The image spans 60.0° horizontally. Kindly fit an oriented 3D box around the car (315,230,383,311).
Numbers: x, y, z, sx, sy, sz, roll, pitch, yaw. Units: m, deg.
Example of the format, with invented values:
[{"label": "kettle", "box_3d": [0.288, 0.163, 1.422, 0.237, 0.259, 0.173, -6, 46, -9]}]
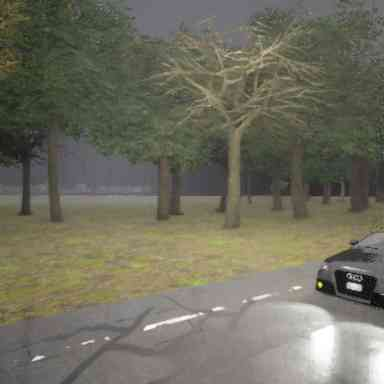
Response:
[{"label": "car", "box_3d": [4.605, 1.554, 7.279, 4.181, 1.385, 1.994, 0, 0, -36]}]
